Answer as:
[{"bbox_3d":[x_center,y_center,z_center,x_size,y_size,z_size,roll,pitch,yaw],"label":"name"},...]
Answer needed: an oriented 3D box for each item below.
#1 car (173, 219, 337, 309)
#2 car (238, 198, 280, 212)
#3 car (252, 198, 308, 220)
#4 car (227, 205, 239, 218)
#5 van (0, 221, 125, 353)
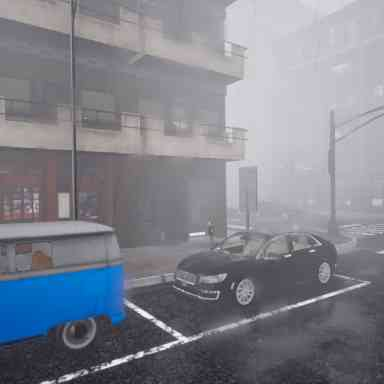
[{"bbox_3d":[1.623,1.549,7.739,4.403,1.369,2.008,0,-1,-36],"label":"car"},{"bbox_3d":[7.313,1.357,36.581,1.887,1.381,4.507,-1,1,-35],"label":"car"},{"bbox_3d":[6.943,1.444,26.772,1.837,1.490,4.892,-1,1,-35],"label":"car"},{"bbox_3d":[2.151,1.507,28.916,1.887,1.381,4.507,-1,1,-35],"label":"car"},{"bbox_3d":[-2.917,1.341,4.496,3.998,1.788,1.690,0,-1,-36],"label":"van"}]
